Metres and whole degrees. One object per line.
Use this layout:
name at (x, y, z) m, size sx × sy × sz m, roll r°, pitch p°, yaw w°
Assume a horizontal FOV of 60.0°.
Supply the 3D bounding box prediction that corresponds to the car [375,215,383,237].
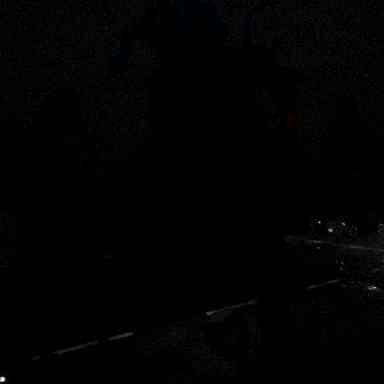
car at (11.217, 1.773, 16.275) m, size 4.718 × 1.301 × 1.895 m, roll 1°, pitch 0°, yaw -36°

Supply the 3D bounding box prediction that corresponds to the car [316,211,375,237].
car at (9.288, 1.774, 19.210) m, size 4.718 × 1.301 × 1.895 m, roll 1°, pitch 0°, yaw -35°

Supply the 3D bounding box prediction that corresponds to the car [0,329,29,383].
car at (-3.521, 1.473, 1.689) m, size 4.902 × 1.511 × 2.128 m, roll 1°, pitch 0°, yaw -42°
